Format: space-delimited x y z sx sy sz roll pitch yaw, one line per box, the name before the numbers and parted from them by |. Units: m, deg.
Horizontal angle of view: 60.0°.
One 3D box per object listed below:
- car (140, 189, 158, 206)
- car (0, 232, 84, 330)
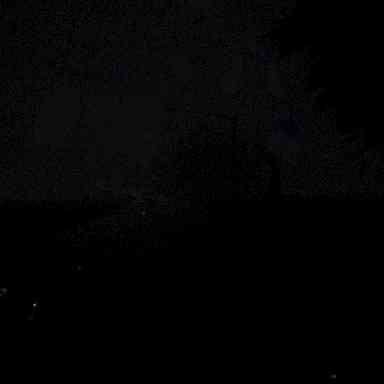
car | -6.090 0.889 47.781 2.150 2.045 5.566 0 1 -6
car | -3.698 1.534 6.726 1.994 1.385 4.181 0 0 -1
